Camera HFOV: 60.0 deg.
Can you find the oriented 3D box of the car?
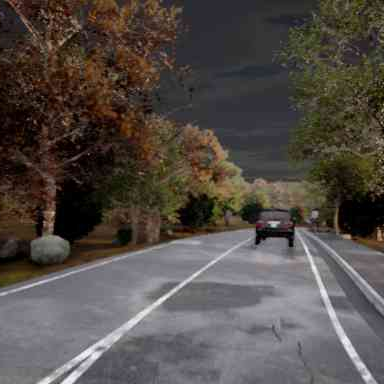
[{"bbox_3d":[5.264,2.136,20.874,2.150,2.045,5.566,1,-4,16],"label":"car"}]
